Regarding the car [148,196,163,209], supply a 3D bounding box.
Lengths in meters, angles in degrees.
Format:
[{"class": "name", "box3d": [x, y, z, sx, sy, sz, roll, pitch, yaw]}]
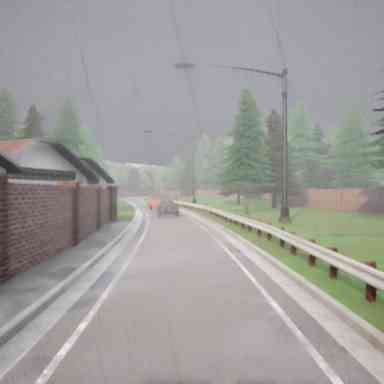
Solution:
[{"class": "car", "box3d": [-4.619, 1.318, 43.806, 2.097, 1.767, 4.553, 0, 0, -12]}]

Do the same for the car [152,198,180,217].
[{"class": "car", "box3d": [-2.283, 1.523, 30.672, 2.033, 1.411, 5.357, 0, 0, -9]}]
